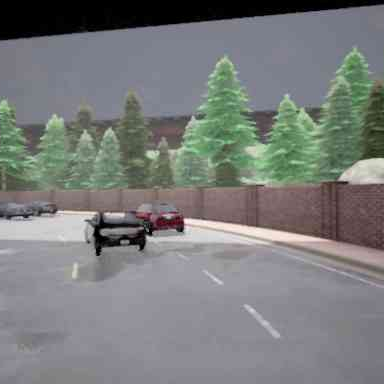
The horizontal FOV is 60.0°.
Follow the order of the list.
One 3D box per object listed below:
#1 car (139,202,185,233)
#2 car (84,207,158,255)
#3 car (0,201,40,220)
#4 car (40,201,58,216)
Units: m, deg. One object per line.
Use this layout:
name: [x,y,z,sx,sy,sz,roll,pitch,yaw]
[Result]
car: [-2.248,1.345,19.087,2.097,1.767,4.553,-1,0,-29]
car: [-3.237,1.500,13.578,2.128,1.511,4.902,0,0,-23]
car: [-15.967,1.644,28.938,5.357,1.411,2.033,0,0,33]
car: [-15.124,1.576,32.285,4.902,1.511,2.128,0,0,32]
